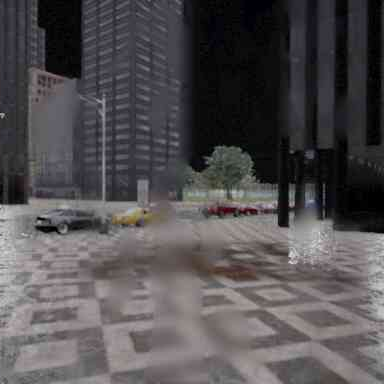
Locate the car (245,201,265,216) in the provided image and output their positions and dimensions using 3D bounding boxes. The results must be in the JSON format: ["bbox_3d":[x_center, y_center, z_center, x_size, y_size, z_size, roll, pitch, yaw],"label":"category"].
[{"bbox_3d":[6.164,2.003,37.742,1.887,1.381,4.507,-1,-1,35],"label":"car"}]

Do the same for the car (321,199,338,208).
[{"bbox_3d":[29.003,2.423,69.985,2.192,1.841,5.009,-1,-1,35],"label":"car"}]

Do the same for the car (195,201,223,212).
[{"bbox_3d":[2.475,2.043,47.281,2.008,1.369,4.403,-1,-1,35],"label":"car"}]

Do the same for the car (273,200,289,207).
[{"bbox_3d":[18.786,2.503,70.307,1.887,1.381,4.507,-1,-1,35],"label":"car"}]

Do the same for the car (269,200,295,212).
[{"bbox_3d":[12.689,2.191,46.953,1.887,1.381,4.507,-1,-1,35],"label":"car"}]

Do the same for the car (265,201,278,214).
[{"bbox_3d":[9.431,2.134,42.352,1.802,1.307,4.206,-1,-1,36],"label":"car"}]

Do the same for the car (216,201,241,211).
[{"bbox_3d":[5.736,2.138,51.886,2.008,1.369,4.403,-1,-1,35],"label":"car"}]

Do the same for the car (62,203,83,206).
[{"bbox_3d":[-10.572,1.679,28.860,2.008,1.369,4.403,-1,-1,35],"label":"car"}]

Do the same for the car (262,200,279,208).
[{"bbox_3d":[15.524,2.307,65.703,1.967,1.590,4.097,-1,-1,35],"label":"car"}]

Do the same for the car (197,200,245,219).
[{"bbox_3d":[2.903,1.681,33.142,2.192,1.841,5.009,-1,-1,35],"label":"car"}]

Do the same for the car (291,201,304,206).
[{"bbox_3d":[25.311,2.719,79.517,1.802,1.307,4.206,-1,-1,35],"label":"car"}]

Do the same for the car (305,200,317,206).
[{"bbox_3d":[31.835,2.864,88.727,2.008,1.369,4.403,-1,-1,35],"label":"car"}]

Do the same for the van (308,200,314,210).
[{"bbox_3d":[19.214,2.175,56.168,1.690,1.788,3.998,-1,-1,35],"label":"van"}]

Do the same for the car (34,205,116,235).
[{"bbox_3d":[-6.883,1.667,19.321,1.947,1.339,4.313,-1,-1,35],"label":"car"}]

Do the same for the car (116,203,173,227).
[{"bbox_3d":[-3.523,1.715,24.065,1.752,1.417,4.829,-1,-1,35],"label":"car"}]

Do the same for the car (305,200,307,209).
[{"bbox_3d":[15.952,2.181,51.561,1.967,1.590,4.097,-1,-1,35],"label":"car"}]
